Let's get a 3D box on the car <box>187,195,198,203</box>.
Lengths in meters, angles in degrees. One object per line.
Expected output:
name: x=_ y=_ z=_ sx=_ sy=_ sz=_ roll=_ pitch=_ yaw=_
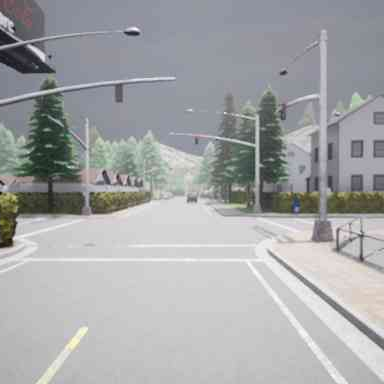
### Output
car: x=0.029 y=1.243 z=59.855 sx=1.837 sy=1.490 sz=4.892 roll=0 pitch=0 yaw=0
